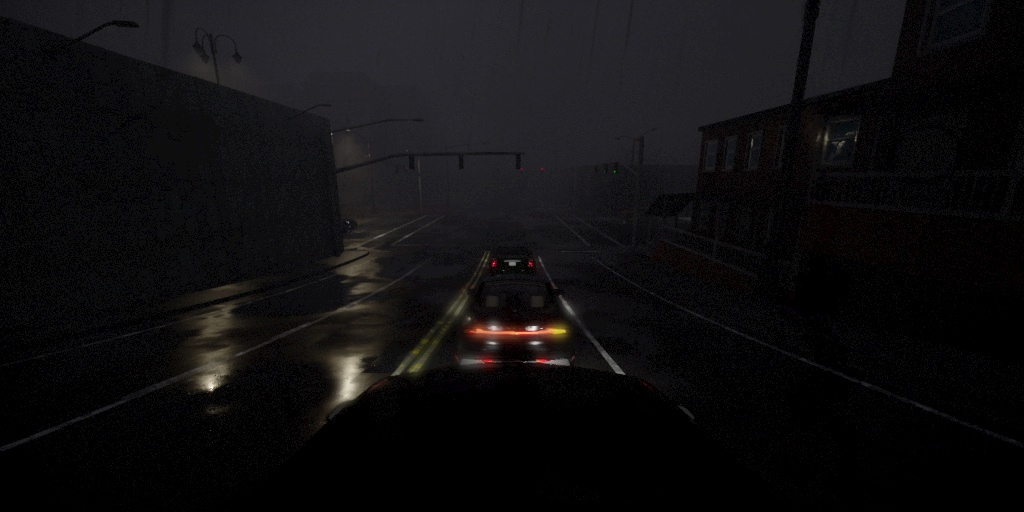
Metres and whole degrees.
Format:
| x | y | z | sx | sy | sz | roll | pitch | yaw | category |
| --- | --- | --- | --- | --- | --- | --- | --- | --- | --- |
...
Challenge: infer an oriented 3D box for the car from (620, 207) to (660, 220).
| x | y | z | sx | sy | sz | roll | pitch | yaw | category |
| --- | --- | --- | --- | --- | --- | --- | --- | --- | --- |
| 16.460 | -5.546 | 46.042 | 5.008 | 1.535 | 1.882 | 0 | 12 | 0 | car |

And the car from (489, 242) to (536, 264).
| x | y | z | sx | sy | sz | roll | pitch | yaw | category |
| --- | --- | --- | --- | --- | --- | --- | --- | --- | --- |
| 0.022 | 0.085 | 17.436 | 2.097 | 1.767 | 4.553 | 0 | 7 | 0 | car |

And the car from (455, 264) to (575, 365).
| x | y | z | sx | sy | sz | roll | pitch | yaw | category |
| --- | --- | --- | --- | --- | --- | --- | --- | --- | --- |
| 0.055 | 1.122 | 7.184 | 1.837 | 1.490 | 4.892 | 0 | 2 | 0 | car |

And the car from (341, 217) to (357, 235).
| x | y | z | sx | sy | sz | roll | pitch | yaw | category |
| --- | --- | --- | --- | --- | --- | --- | --- | --- | --- |
| -17.190 | -2.525 | 32.318 | 4.902 | 1.511 | 2.128 | 0 | 12 | 0 | car |
